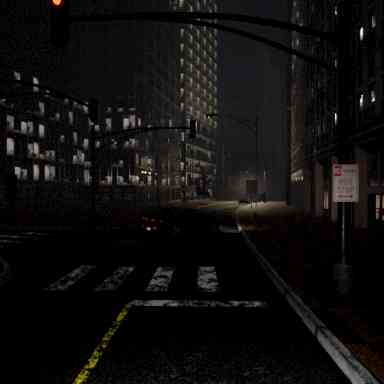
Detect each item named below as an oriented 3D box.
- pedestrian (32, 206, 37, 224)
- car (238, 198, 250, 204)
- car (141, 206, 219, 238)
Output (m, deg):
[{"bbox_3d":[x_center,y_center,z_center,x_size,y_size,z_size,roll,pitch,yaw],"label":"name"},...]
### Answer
[{"bbox_3d":[-9.376,1.345,19.873,0.500,1.100,0.500,0,0,17],"label":"pedestrian"},{"bbox_3d":[10.896,1.865,68.989,1.895,1.301,4.718,0,0,18],"label":"car"},{"bbox_3d":[-0.487,1.519,17.850,1.837,1.490,4.892,4,3,42],"label":"car"}]
